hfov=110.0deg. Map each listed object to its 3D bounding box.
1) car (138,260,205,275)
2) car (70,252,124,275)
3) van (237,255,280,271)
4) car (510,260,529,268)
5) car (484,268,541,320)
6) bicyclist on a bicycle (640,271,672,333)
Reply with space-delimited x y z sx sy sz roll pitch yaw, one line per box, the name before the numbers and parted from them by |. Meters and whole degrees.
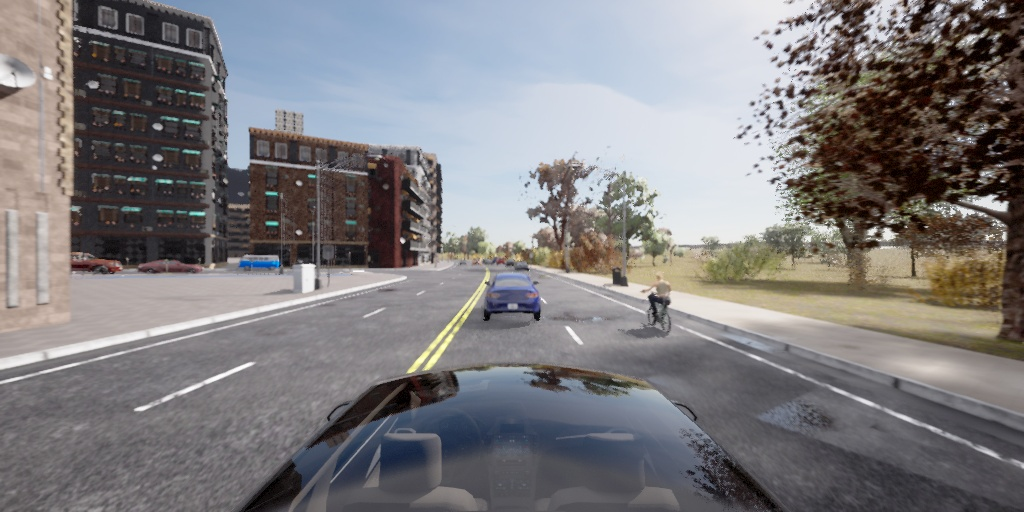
car | -29.303 0.999 30.947 4.207 1.307 1.802 0 0 -32
car | -34.081 0.636 27.966 5.009 1.841 2.192 0 0 -32
van | -28.875 0.822 41.093 3.998 1.789 1.690 0 0 -32
car | 1.362 1.501 53.806 2.033 1.411 5.357 0 0 -4
car | -0.013 1.323 12.817 1.812 1.442 4.674 0 0 -1
bicyclist on a bicycle | 4.047 1.220 9.913 0.866 1.612 1.509 0 0 0
